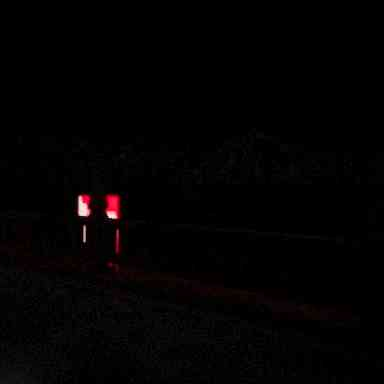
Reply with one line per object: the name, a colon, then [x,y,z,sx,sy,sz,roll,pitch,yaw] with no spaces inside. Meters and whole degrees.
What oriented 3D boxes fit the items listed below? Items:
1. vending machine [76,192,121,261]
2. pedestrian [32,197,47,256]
vending machine: [-3.067,1.070,10.913,0.880,2.100,1.100,1,1,30]
pedestrian: [-4.641,1.005,10.124,0.375,1.860,0.375,1,1,30]
